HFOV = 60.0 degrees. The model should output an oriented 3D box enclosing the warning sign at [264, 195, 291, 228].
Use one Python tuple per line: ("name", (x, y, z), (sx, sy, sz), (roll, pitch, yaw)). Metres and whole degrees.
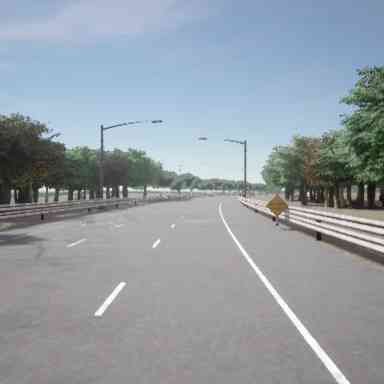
("warning sign", (4.971, 1.090, 19.412), (1.300, 1.860, 1.060), (0, 0, 2))
